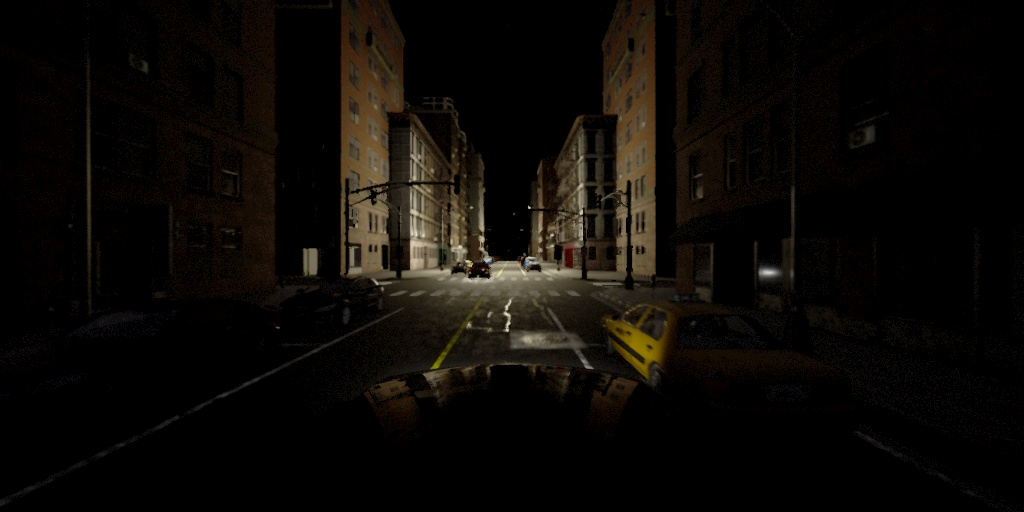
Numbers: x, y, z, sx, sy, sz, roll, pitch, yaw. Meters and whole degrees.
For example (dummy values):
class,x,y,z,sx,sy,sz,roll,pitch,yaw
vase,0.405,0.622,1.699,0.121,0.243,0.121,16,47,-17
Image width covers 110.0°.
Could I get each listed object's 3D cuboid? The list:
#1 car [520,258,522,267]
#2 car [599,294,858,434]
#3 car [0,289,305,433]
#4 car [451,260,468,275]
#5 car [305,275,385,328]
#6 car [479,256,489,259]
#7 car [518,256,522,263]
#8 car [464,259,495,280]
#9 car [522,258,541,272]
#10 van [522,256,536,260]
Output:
class,x,y,z,sx,sy,sz,roll,pitch,yaw
car,2.626,1.275,54.352,1.802,1.307,4.207,0,0,0
car,2.636,1.272,5.746,1.751,1.417,4.829,0,0,0
car,-5.389,1.328,5.573,1.802,1.307,4.207,0,0,0
car,-5.401,1.262,38.130,2.007,1.370,4.403,0,0,0
car,-5.391,1.291,11.254,2.007,1.370,4.403,0,0,0
car,-5.427,1.128,59.755,1.967,1.591,4.097,0,0,0
car,2.626,0.997,65.165,2.192,1.841,5.009,0,0,0
car,-2.753,1.294,31.464,1.812,1.442,4.674,0,1,0
car,2.627,1.256,43.540,2.007,1.370,4.403,0,0,0
van,2.627,1.040,48.946,1.690,1.789,3.998,0,0,0
